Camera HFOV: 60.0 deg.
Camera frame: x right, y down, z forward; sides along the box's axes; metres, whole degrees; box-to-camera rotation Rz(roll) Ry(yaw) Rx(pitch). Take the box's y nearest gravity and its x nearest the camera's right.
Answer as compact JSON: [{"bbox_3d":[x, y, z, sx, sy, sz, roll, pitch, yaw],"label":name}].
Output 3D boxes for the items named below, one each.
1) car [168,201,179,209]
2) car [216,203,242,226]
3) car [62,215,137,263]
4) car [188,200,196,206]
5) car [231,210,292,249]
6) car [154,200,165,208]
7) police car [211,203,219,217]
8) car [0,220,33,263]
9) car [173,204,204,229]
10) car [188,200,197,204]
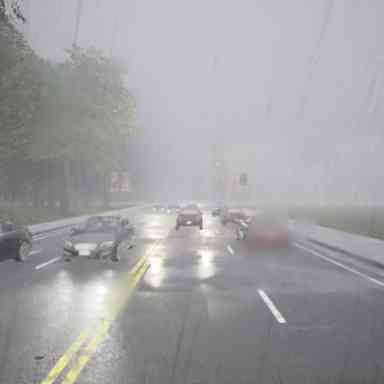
[{"bbox_3d":[-3.256,2.309,60.268,1.882,1.535,5.008,0,-1,0],"label":"car"},{"bbox_3d":[3.250,1.886,26.739,1.812,1.442,4.674,0,-1,0],"label":"car"},{"bbox_3d":[-3.350,1.665,12.841,2.128,1.511,4.902,0,-1,0],"label":"car"},{"bbox_3d":[-0.001,2.621,78.667,1.812,1.442,4.674,0,-1,0],"label":"car"},{"bbox_3d":[3.250,1.776,15.740,1.994,1.385,4.181,0,-1,0],"label":"car"},{"bbox_3d":[-6.483,2.396,66.369,1.882,1.535,5.008,0,-1,-2],"label":"car"},{"bbox_3d":[3.250,2.018,37.739,2.038,1.542,4.974,0,-1,0],"label":"police car"},{"bbox_3d":[-6.600,1.627,9.977,2.128,1.511,4.902,0,-1,0],"label":"car"},{"bbox_3d":[-0.152,1.848,23.956,1.812,1.442,4.674,0,-1,1],"label":"car"},{"bbox_3d":[0.069,2.450,61.558,1.895,1.301,4.718,0,-1,0],"label":"car"}]
